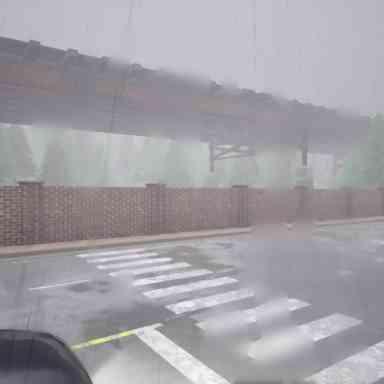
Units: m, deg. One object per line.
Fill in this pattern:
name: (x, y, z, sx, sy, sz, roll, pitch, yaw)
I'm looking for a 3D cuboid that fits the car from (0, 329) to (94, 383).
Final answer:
car: (-2.632, 1.564, 1.870, 4.181, 1.385, 1.994, 0, 0, -35)
